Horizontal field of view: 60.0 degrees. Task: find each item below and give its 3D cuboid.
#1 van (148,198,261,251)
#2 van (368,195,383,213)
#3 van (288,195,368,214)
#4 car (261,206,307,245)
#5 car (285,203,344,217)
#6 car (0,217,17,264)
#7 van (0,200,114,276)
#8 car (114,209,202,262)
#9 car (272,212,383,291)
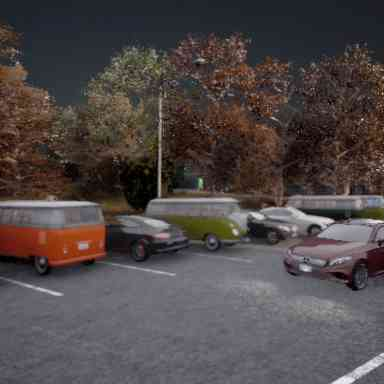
[{"bbox_3d":[0.246,1.233,13.616,4.442,1.987,1.878,-1,-1,34],"label":"van"},{"bbox_3d":[9.836,1.211,20.452,4.442,1.987,1.878,-1,-1,35],"label":"van"},{"bbox_3d":[7.241,1.218,18.867,4.442,1.987,1.878,-1,0,35],"label":"van"},{"bbox_3d":[2.548,1.493,15.388,4.674,1.452,2.002,-1,-1,35],"label":"car"},{"bbox_3d":[4.944,1.486,17.100,4.674,1.452,2.002,-1,-1,34],"label":"car"},{"bbox_3d":[-6.888,1.485,8.444,5.366,1.575,1.946,-1,-1,35],"label":"car"},{"bbox_3d":[-4.745,1.255,10.323,4.442,1.987,1.878,-1,0,34],"label":"van"},{"bbox_3d":[-2.248,1.508,11.961,4.674,1.452,2.002,-1,0,35],"label":"car"},{"bbox_3d":[4.528,1.497,9.056,4.674,1.442,1.812,0,0,-35],"label":"car"}]
